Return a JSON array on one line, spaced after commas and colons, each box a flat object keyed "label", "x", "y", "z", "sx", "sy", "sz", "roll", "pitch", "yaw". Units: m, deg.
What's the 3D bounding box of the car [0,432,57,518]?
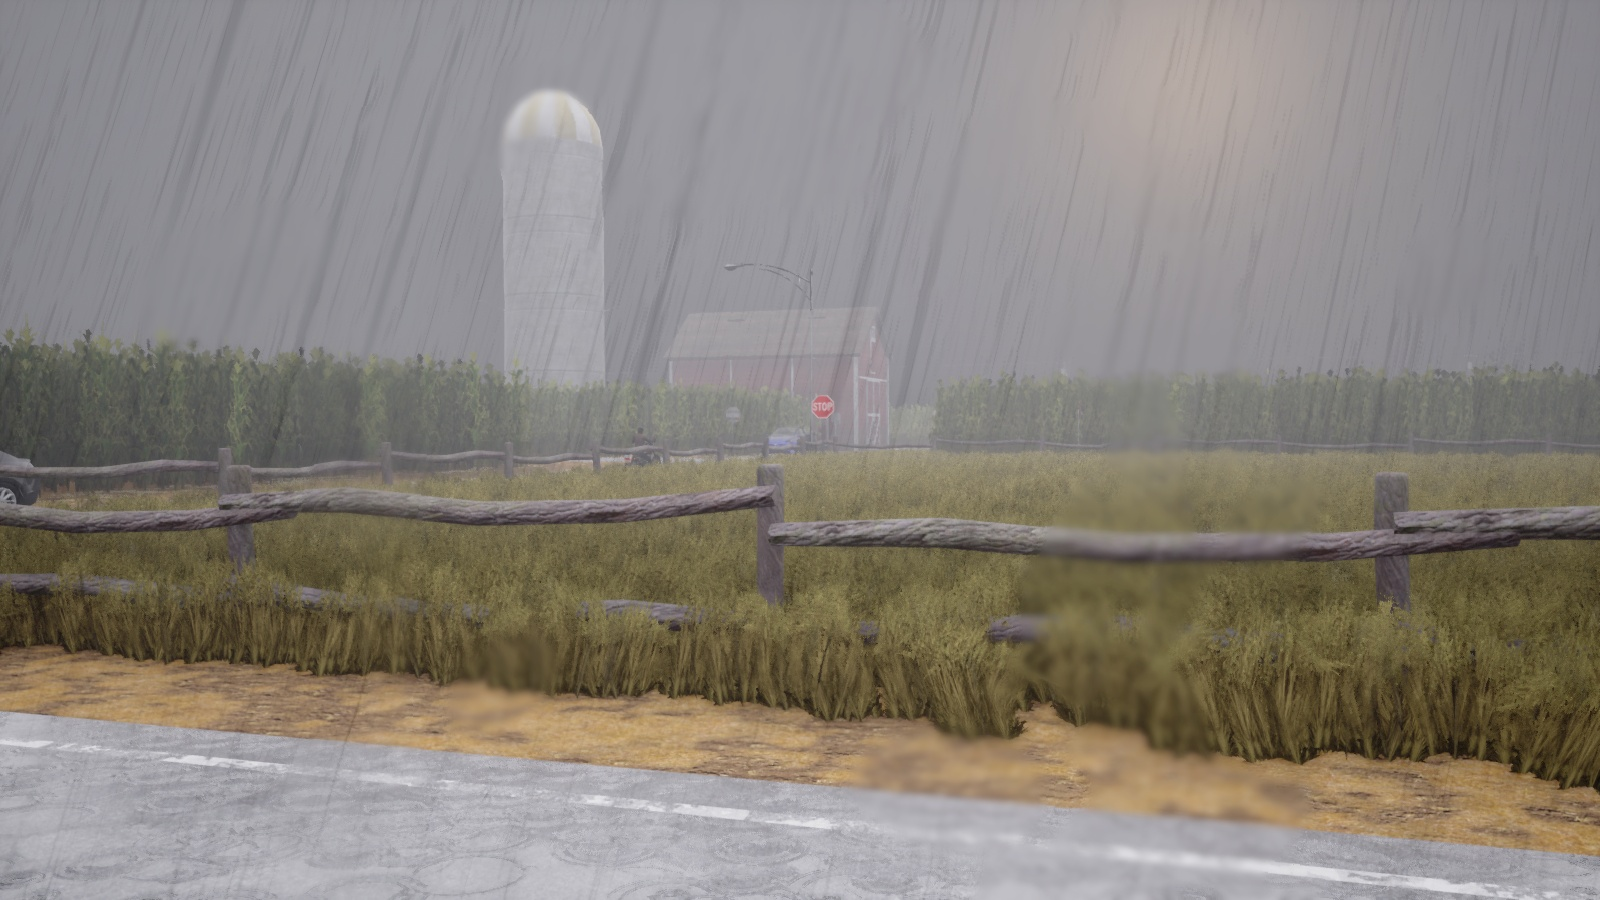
[{"label": "car", "x": -15.187, "y": 0.441, "z": 20.839, "sx": 1.837, "sy": 1.490, "sz": 4.892, "roll": 1, "pitch": 1, "yaw": 19}]

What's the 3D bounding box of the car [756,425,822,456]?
[{"label": "car", "x": -0.515, "y": -0.479, "z": 64.168, "sx": 2.007, "sy": 1.525, "sz": 4.514, "roll": 1, "pitch": 1, "yaw": 19}]

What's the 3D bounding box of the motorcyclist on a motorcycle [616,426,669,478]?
[{"label": "motorcyclist on a motorcycle", "x": -5.101, "y": 0.033, "z": 40.960, "sx": 0.766, "sy": 1.649, "sz": 2.350, "roll": 1, "pitch": 1, "yaw": 19}]
